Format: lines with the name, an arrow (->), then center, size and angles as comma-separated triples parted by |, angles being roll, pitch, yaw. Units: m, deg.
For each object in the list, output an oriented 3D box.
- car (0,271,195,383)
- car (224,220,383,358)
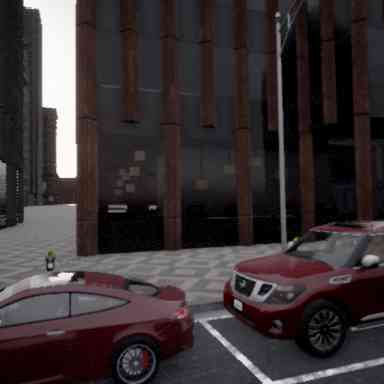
car -> -2.033, 1.791, 4.450 | 4.206, 1.307, 1.802 | 0, -2, -19
car -> 3.128, 1.501, 6.219 | 5.009, 1.841, 2.192 | 0, -2, -19
